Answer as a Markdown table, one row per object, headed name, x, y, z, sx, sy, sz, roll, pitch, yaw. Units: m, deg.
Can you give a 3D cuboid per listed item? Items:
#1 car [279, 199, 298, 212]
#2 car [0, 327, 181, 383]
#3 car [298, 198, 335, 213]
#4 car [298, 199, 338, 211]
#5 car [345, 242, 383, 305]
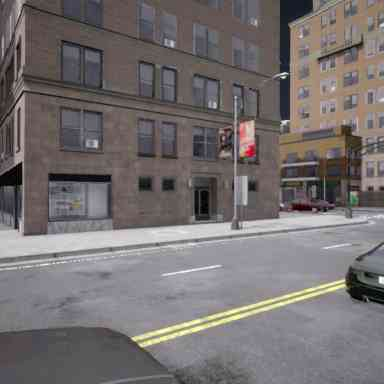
| name | x | y | z | sx | sy | sz | roll | pitch | yaw |
| --- | --- | --- | --- | --- | --- | --- | --- | --- | --- |
| car | 9.218 | 1.419 | 37.265 | 1.967 | 1.590 | 4.097 | 0 | 0 | -35 |
| car | -2.514 | 1.547 | 1.650 | 5.357 | 1.411 | 2.033 | 0 | 0 | -35 |
| car | 12.679 | 1.467 | 36.746 | 1.882 | 1.535 | 5.008 | 0 | 0 | -35 |
| car | 15.788 | 1.576 | 41.872 | 1.947 | 1.339 | 4.313 | 0 | 0 | -35 |
| car | 5.136 | 1.564 | 7.075 | 4.181 | 1.385 | 1.994 | 0 | 0 | -35 |
